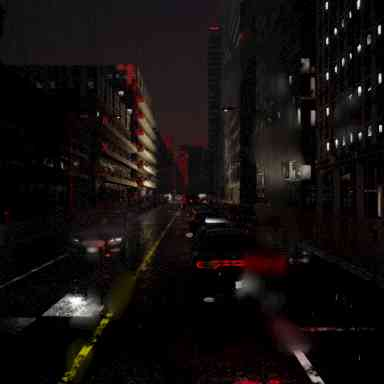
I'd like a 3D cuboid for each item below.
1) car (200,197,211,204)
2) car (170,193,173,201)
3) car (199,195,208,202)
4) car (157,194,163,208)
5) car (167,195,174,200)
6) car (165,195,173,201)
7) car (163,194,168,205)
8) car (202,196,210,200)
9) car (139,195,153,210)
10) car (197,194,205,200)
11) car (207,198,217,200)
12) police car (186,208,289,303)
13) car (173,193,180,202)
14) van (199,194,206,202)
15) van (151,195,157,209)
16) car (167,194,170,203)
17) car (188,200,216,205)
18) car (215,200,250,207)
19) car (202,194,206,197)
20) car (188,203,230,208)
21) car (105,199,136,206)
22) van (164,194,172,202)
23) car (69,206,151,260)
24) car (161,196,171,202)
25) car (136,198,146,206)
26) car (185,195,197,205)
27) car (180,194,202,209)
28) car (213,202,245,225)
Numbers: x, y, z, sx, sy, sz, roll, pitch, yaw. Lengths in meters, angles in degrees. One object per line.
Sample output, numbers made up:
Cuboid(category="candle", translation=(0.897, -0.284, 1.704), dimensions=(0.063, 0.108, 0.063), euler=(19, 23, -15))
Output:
Cuboid(category="car", translation=(2.557, 1.596, 63.761), dimensions=(1.802, 1.307, 4.206), euler=(1, 0, 0))
Cuboid(category="car", translation=(-5.834, 1.329, 69.205), dimensions=(2.192, 1.841, 5.009), euler=(1, 0, 0))
Cuboid(category="car", translation=(2.534, 1.455, 74.857), dimensions=(1.967, 1.590, 4.097), euler=(1, 0, 0))
Cuboid(category="car", translation=(-5.780, 1.327, 47.018), dimensions=(2.192, 1.841, 5.009), euler=(1, 0, 0))
Cuboid(category="car", translation=(-5.854, 1.595, 91.391), dimensions=(1.802, 1.307, 4.206), euler=(1, 0, 0))
Cuboid(category="car", translation=(-5.840, 1.539, 85.675), dimensions=(1.752, 1.417, 4.829), euler=(1, 0, 0))
Cuboid(category="car", translation=(-5.810, 1.564, 58.112), dimensions=(2.008, 1.369, 4.403), euler=(1, 0, 0))
Cuboid(category="car", translation=(2.608, 1.562, 41.569), dimensions=(2.008, 1.369, 4.403), euler=(1, 0, 0))
Cuboid(category="car", translation=(-5.756, 1.451, 35.926), dimensions=(1.967, 1.590, 4.097), euler=(1, 0, 0))
Cuboid(category="car", translation=(2.496, 1.453, 91.501), dimensions=(1.967, 1.590, 4.097), euler=(1, 0, 0))
Cuboid(category="car", translation=(2.634, 1.554, 30.474), dimensions=(1.887, 1.381, 4.507), euler=(1, 0, 0))
Cuboid(category="police car", translation=(0.880, 1.428, 8.412), dimensions=(1.930, 1.638, 5.238), euler=(0, 0, 0))
Cuboid(category="car", translation=(-3.181, 1.492, 78.249), dimensions=(1.882, 1.535, 5.008), euler=(0, 0, 0))
Cuboid(category="van", translation=(2.523, 1.355, 80.405), dimensions=(1.690, 1.788, 3.998), euler=(1, 0, 0))
Cuboid(category="van", translation=(-5.767, 1.352, 41.472), dimensions=(1.690, 1.788, 3.998), euler=(1, 0, 0))
Cuboid(category="car", translation=(-5.820, 1.454, 63.659), dimensions=(1.967, 1.590, 4.097), euler=(1, 0, 0))
Cuboid(category="car", translation=(0.792, 1.535, 24.302), dimensions=(1.812, 1.442, 4.674), euler=(0, 0, 0))
Cuboid(category="car", translation=(2.661, 1.447, 19.377), dimensions=(1.967, 1.590, 4.097), euler=(1, 0, 0))
Cuboid(category="car", translation=(2.583, 1.538, 52.835), dimensions=(1.752, 1.417, 4.829), euler=(1, 0, 0))
Cuboid(category="car", translation=(0.837, 1.533, 18.303), dimensions=(1.812, 1.442, 4.674), euler=(0, 0, 0))
Cuboid(category="car", translation=(-5.731, 1.449, 24.831), dimensions=(1.967, 1.590, 4.097), euler=(1, 0, 0))
Cuboid(category="van", translation=(-5.831, 1.355, 80.299), dimensions=(1.690, 1.788, 3.998), euler=(1, 0, 0))
Cuboid(category="car", translation=(-3.030, 1.496, 12.560), dimensions=(2.128, 1.511, 4.902), euler=(0, 0, 0))
Cuboid(category="car", translation=(-5.857, 1.540, 74.581), dimensions=(1.752, 1.417, 4.829), euler=(1, 0, 0))
Cuboid(category="car", translation=(-5.746, 1.555, 30.379), dimensions=(1.887, 1.381, 4.507), euler=(1, 0, 0))
Cuboid(category="car", translation=(-0.136, 1.365, 58.879), dimensions=(2.097, 1.767, 4.553), euler=(0, 0, 0))
Cuboid(category="car", translation=(-0.092, 1.233, 45.501), dimensions=(2.150, 2.045, 5.566), euler=(0, 0, 0))
Cuboid(category="car", translation=(2.647, 1.553, 24.925), dimensions=(1.887, 1.381, 4.507), euler=(1, 0, 0))
